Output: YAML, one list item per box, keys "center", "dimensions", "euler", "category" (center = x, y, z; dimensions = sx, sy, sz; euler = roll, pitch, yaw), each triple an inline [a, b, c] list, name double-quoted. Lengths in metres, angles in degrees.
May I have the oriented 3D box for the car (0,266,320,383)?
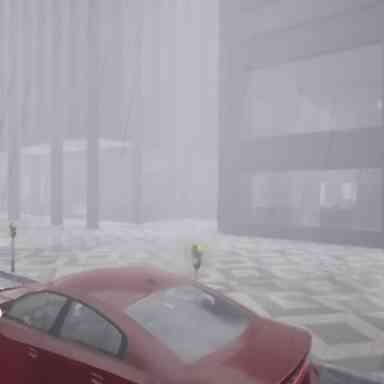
- center: [-0.995, 1.527, 3.670]
  dimensions: [4.507, 1.381, 1.887]
  euler: [0, 0, 36]
  category: "car"
